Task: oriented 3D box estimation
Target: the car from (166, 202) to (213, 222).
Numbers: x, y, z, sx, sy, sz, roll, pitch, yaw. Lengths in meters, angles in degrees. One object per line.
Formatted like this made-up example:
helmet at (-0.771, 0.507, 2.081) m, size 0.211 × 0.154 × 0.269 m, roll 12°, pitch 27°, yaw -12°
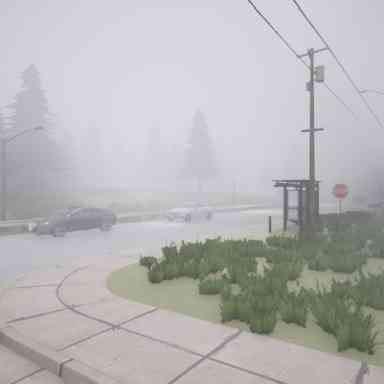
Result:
car at (-0.062, 1.526, 26.426) m, size 1.812 × 1.442 × 4.674 m, roll 0°, pitch 0°, yaw 36°

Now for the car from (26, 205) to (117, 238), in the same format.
car at (-6.275, 1.491, 17.852) m, size 2.128 × 1.511 × 4.902 m, roll 0°, pitch 0°, yaw 36°

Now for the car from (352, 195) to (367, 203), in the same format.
car at (34.510, 1.355, 68.453) m, size 2.097 × 1.767 × 4.553 m, roll 0°, pitch 0°, yaw 36°
